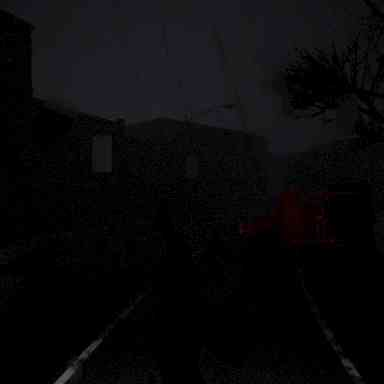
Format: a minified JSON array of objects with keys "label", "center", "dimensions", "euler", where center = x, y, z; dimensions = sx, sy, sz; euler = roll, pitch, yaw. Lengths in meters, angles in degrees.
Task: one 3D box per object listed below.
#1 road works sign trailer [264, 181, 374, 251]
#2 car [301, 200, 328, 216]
[{"label":"road works sign trailer","center":[4.691,0.937,12.357],"dimensions":[2.880,2.380,3.560],"euler":[-2,-2,-45]},{"label":"car","center":[11.301,1.473,32.258],"dimensions":[5.008,1.535,1.882],"euler":[0,0,-41]}]
